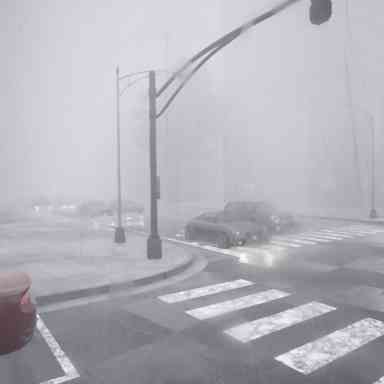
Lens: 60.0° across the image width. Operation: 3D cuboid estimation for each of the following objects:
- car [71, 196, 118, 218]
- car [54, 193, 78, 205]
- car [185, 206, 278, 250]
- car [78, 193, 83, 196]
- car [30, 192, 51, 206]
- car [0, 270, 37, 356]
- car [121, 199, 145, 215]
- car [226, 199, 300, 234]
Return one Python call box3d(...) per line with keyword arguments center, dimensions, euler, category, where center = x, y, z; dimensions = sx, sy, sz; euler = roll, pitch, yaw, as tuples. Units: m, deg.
box3d(center=(-8.456, 1.395, 28.753), dimensions=(2.033, 1.411, 5.357), euler=(-1, 1, -36), category="car")
box3d(center=(-19.045, 1.110, 49.331), dimensions=(2.128, 1.511, 4.902), euler=(-1, 1, -35), category="car")
box3d(center=(1.392, 1.556, 14.524), dimensions=(1.994, 1.385, 4.181), euler=(-1, 1, -31), category="car")
box3d(center=(-22.856, 0.926, 66.030), dimensions=(1.812, 1.442, 4.674), euler=(-1, 1, -36), category="car")
box3d(center=(-21.440, 1.176, 47.087), dimensions=(1.837, 1.490, 4.892), euler=(-1, 1, -35), category="car")
box3d(center=(-4.196, 1.545, 3.665), dimensions=(4.507, 1.381, 1.887), euler=(0, -1, -36), category="car")
box3d(center=(-6.391, 1.339, 31.452), dimensions=(2.033, 1.411, 5.357), euler=(-1, 1, -36), category="car")
box3d(center=(3.482, 1.278, 17.932), dimensions=(2.097, 1.767, 4.553), euler=(-1, 1, -38), category="car")
